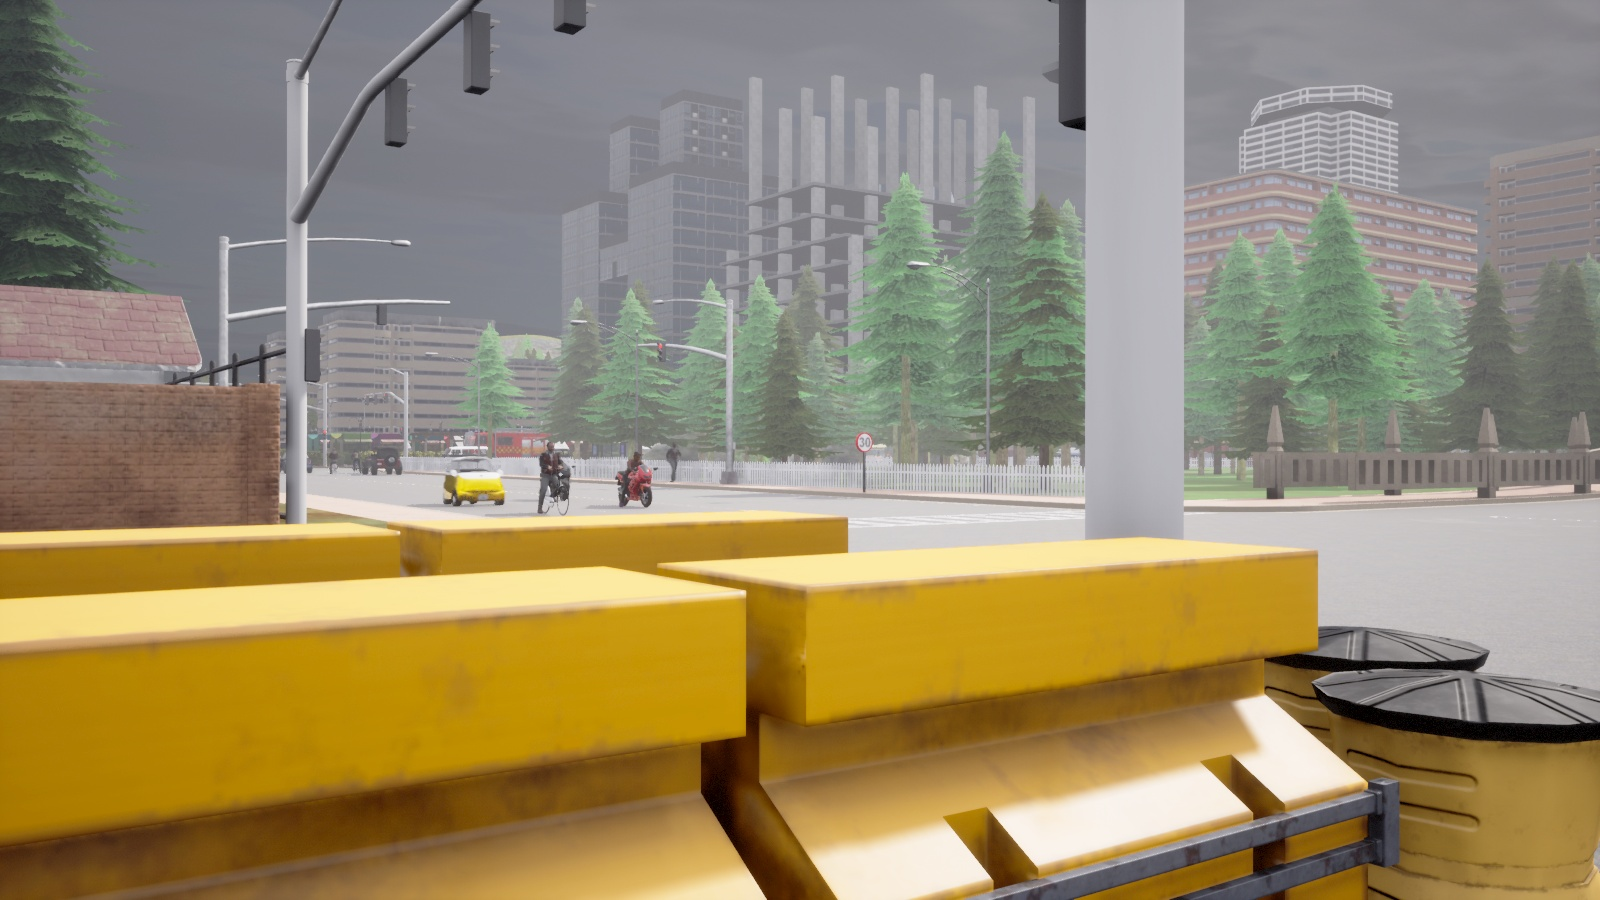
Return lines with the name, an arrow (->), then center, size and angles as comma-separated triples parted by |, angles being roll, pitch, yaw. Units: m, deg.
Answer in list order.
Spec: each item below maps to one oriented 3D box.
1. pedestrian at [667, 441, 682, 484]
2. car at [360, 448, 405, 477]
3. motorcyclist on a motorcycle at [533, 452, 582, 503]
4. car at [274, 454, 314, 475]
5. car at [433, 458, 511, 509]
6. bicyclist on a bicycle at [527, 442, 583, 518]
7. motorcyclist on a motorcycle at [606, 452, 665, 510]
pedestrian -> -5.568, 0.551, 55.718 | 0.402, 1.930, 0.666 | 0, 0, -29
car -> -27.366, 0.801, 82.247 | 1.905, 1.878, 3.866 | 0, 0, -33
motorcyclist on a motorcycle -> -7.539, 0.839, 38.988 | 0.797, 1.523, 2.044 | 0, -1, -33
car -> -35.762, 1.003, 88.727 | 1.970, 1.475, 3.806 | 0, 0, -33
car -> -9.193, 0.906, 35.115 | 1.481, 1.376, 2.207 | 0, 0, -33
bicyclist on a bicycle -> -5.881, 0.701, 30.030 | 0.659, 1.776, 1.843 | 0, 0, -33
motorcyclist on a motorcycle -> -4.504, 0.820, 34.329 | 0.797, 1.523, 2.044 | 0, 0, -33
